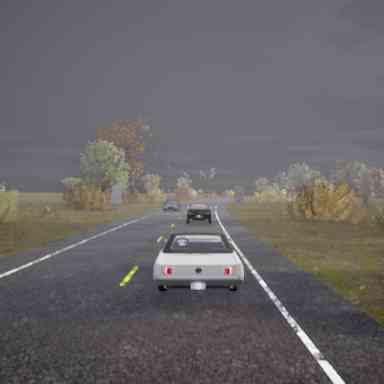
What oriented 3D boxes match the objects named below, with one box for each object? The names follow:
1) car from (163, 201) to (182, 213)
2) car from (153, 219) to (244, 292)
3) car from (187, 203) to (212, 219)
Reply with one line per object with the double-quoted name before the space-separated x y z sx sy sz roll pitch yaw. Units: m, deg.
"car" -2.386 1.794 41.015 1.994 1.385 4.181 0 0 4
"car" 0.150 1.654 9.057 1.895 1.301 4.718 0 0 0
"car" 0.604 1.630 26.974 1.882 1.535 5.008 0 0 2
